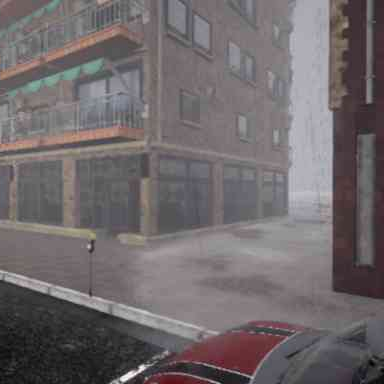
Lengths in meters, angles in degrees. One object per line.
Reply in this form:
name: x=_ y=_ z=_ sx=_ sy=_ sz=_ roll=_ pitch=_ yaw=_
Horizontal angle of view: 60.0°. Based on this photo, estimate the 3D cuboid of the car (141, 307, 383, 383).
car: x=1.400 y=1.440 z=1.867 sx=4.097 sy=1.590 sz=1.967 roll=0 pitch=0 yaw=35
